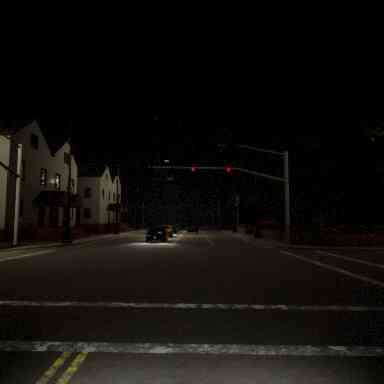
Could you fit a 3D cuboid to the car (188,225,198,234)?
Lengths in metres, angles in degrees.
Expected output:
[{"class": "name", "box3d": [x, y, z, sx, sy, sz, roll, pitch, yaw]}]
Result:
[{"class": "car", "box3d": [0.161, 6.477, 57.862, 2.033, 1.411, 5.357, 0, -5, 0]}]

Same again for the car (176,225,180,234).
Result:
[{"class": "car", "box3d": [-3.438, 6.055, 53.135, 1.994, 1.385, 4.181, 0, -5, 0]}]

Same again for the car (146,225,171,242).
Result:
[{"class": "car", "box3d": [-3.503, 4.248, 33.647, 1.837, 1.490, 4.892, 0, -5, 0]}]

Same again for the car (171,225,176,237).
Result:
[{"class": "car", "box3d": [-3.477, 5.074, 43.170, 1.882, 1.535, 5.008, 0, -5, 0]}]
